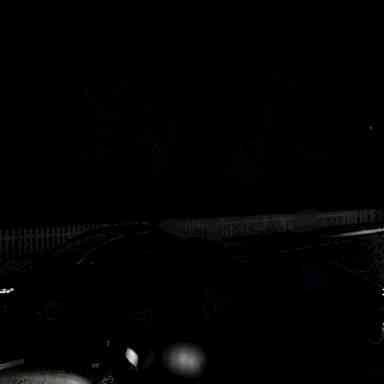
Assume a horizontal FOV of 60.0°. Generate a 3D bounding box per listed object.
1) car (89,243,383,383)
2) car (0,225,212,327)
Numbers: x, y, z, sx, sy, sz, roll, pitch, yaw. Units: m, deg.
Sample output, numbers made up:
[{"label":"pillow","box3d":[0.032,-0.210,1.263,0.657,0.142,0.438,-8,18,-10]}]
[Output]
[{"label":"car","box3d":[0.984,1.570,4.693,4.181,1.385,1.994,0,0,-35]},{"label":"car","box3d":[-1.649,1.510,7.114,4.892,1.490,1.837,0,0,-35]}]
